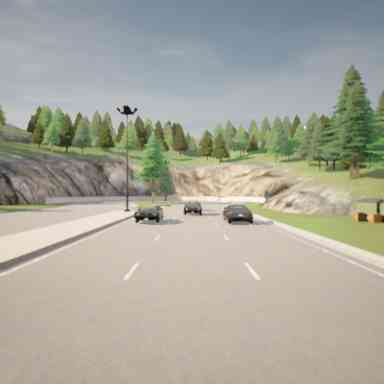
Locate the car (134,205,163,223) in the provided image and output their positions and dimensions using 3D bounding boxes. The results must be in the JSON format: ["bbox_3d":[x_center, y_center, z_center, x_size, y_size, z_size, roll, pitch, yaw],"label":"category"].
[{"bbox_3d":[-3.414,1.735,27.113,1.895,1.301,4.718,0,0,0],"label":"car"}]

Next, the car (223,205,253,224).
[{"bbox_3d":[3.586,1.695,26.441,1.994,1.385,4.181,0,0,0],"label":"car"}]

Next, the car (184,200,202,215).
[{"bbox_3d":[0.081,1.777,35.648,1.895,1.301,4.718,0,0,0],"label":"car"}]

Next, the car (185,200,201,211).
[{"bbox_3d":[0.173,1.784,44.438,1.994,1.385,4.181,0,0,2],"label":"car"}]
